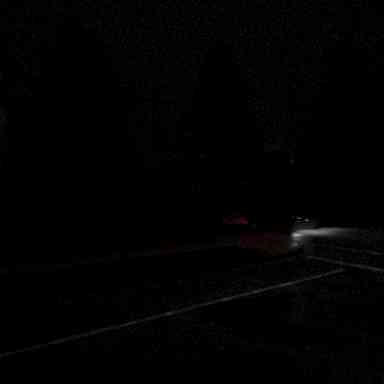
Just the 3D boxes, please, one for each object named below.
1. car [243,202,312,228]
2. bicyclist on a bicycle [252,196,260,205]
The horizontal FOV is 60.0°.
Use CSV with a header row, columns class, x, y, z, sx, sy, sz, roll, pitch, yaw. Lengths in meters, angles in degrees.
class,x,y,z,sx,sy,sz,roll,pitch,yaw
car,5.558,1.470,22.131,1.837,1.490,4.892,0,0,-36
bicyclist on a bicycle,6.894,1.259,35.627,1.656,1.620,0.582,0,0,-36
